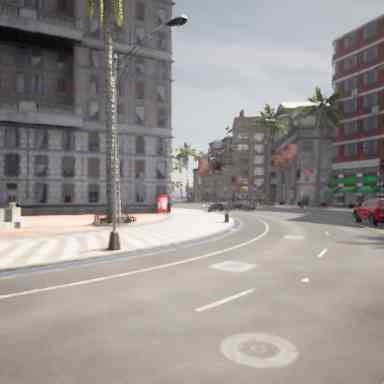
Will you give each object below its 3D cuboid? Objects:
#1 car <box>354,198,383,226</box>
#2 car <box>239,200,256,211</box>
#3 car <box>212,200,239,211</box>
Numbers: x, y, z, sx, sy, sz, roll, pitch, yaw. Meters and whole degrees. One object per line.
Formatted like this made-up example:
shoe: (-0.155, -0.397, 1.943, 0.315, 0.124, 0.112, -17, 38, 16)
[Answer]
car: (14.585, 1.513, 26.012, 2.150, 2.045, 5.566, 0, -1, 8)
car: (7.563, 1.997, 49.322, 1.837, 1.490, 4.892, 0, -1, -22)
car: (4.426, 2.032, 47.743, 1.994, 1.385, 4.181, 0, -1, -22)
